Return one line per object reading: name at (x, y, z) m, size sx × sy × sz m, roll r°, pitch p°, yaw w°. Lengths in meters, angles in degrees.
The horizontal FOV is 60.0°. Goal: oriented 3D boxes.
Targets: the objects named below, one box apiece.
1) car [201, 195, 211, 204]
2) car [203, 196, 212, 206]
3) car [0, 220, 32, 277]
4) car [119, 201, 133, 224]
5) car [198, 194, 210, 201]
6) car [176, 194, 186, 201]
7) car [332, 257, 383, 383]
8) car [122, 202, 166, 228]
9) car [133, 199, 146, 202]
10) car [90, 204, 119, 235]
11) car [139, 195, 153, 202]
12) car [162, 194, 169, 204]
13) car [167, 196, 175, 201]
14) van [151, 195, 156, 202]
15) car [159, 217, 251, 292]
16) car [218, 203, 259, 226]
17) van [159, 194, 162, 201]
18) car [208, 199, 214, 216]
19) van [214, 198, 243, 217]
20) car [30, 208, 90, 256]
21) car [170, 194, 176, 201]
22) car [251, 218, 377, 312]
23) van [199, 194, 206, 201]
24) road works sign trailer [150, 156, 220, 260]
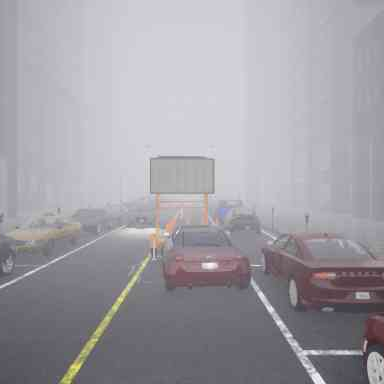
car at (2.820, 1.577, 52.710) m, size 1.887 × 1.381 × 4.507 m, roll 0°, pitch 0°, yaw 0°
car at (2.808, 1.571, 41.438) m, size 2.008 × 1.369 × 4.403 m, roll 0°, pitch 0°, yaw 0°
car at (-5.755, 1.566, 7.613) m, size 1.947 × 1.339 × 4.313 m, roll 0°, pitch 0°, yaw 0°
car at (-5.736, 1.588, 24.523) m, size 1.802 × 1.307 × 4.206 m, roll 0°, pitch 0°, yaw 0°
car at (2.832, 1.362, 63.983) m, size 2.192 × 1.841 × 5.009 m, roll 0°, pitch 0°, yaw 0°
car at (-2.895, 1.660, 92.233) m, size 1.994 × 1.385 × 4.181 m, roll 0°, pitch 0°, yaw 0°
car at (2.763, 1.545, 1.984) m, size 1.887 × 1.381 × 4.507 m, roll 0°, pitch 0°, yaw 0°
car at (-3.075, 1.569, 22.206) m, size 1.994 × 1.385 × 4.181 m, roll 0°, pitch 0°, yaw 0°
car at (-5.730, 1.576, 30.159) m, size 1.947 × 1.339 × 4.313 m, roll 0°, pitch 0°, yaw 0°
car at (-5.743, 1.569, 18.885) m, size 1.947 × 1.339 × 4.313 m, roll 0°, pitch 0°, yaw 0°
car at (-5.724, 1.455, 35.796) m, size 1.967 × 1.590 × 4.097 m, roll 0°, pitch 0°, yaw 0°
car at (-5.699, 1.354, 58.341) m, size 2.192 × 1.841 × 5.009 m, roll 0°, pitch 0°, yaw 0°
car at (-5.660, 1.661, 92.161) m, size 1.947 × 1.339 × 4.313 m, roll 0°, pitch 0°, yaw 0°
van at (-5.718, 1.361, 41.432) m, size 1.690 × 1.788 × 3.998 m, roll 0°, pitch 0°, yaw 0°
car at (0.193, 1.565, 9.013) m, size 1.994 × 1.385 × 4.181 m, roll 0°, pitch -1°, yaw -5°
car at (2.782, 1.554, 18.893) m, size 2.008 × 1.369 × 4.403 m, roll 0°, pitch 0°, yaw 0°
van at (-5.712, 1.367, 47.069) m, size 1.690 × 1.788 × 3.998 m, roll 0°, pitch 0°, yaw 0°
car at (2.795, 1.561, 30.166) m, size 2.008 × 1.369 × 4.403 m, roll 0°, pitch 0°, yaw 0°
van at (2.788, 1.348, 24.529) m, size 1.690 × 1.788 × 3.998 m, roll 0°, pitch 0°, yaw 0°
car at (-5.749, 1.527, 13.079) m, size 1.752 × 1.417 × 4.829 m, roll 0°, pitch 0°, yaw 0°
car at (-5.673, 1.619, 80.888) m, size 1.887 × 1.381 × 4.507 m, roll 0°, pitch 0°, yaw 0°
car at (2.770, 1.545, 7.621) m, size 1.887 × 1.381 × 4.507 m, roll 0°, pitch 0°, yaw 0°
van at (2.864, 1.437, 92.164) m, size 1.690 × 1.788 × 3.998 m, roll 0°, pitch 0°, yaw 0°
road works sign trailer at (-0.377, 0.466, 12.464) m, size 2.380 × 3.560 × 2.880 m, roll 0°, pitch 0°, yaw -5°
